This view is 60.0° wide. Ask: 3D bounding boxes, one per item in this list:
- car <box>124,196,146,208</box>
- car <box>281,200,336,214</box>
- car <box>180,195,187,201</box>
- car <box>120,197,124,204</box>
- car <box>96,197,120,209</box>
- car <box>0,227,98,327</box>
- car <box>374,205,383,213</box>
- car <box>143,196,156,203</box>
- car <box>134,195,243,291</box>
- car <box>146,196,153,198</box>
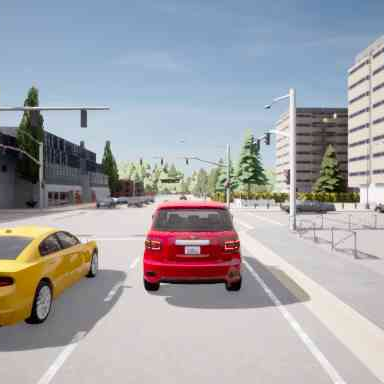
[{"bbox_3d":[-8.391,1.505,49.302,1.837,1.490,4.892,0,0,-2],"label":"car"},{"bbox_3d":[12.083,1.547,34.603,5.357,1.411,2.033,0,0,-2],"label":"car"},{"bbox_3d":[-2.338,1.524,87.216,1.812,1.442,4.674,0,0,-2],"label":"car"},{"bbox_3d":[-12.122,1.547,58.671,2.033,1.411,5.357,0,0,-1],"label":"car"},{"bbox_3d":[-11.794,1.491,45.882,2.128,1.511,4.902,0,0,-2],"label":"car"},{"bbox_3d":[-3.478,1.478,7.147,1.882,1.535,5.008,0,0,0],"label":"car"},{"bbox_3d":[22.166,1.547,34.908,5.357,1.411,2.033,0,0,-2],"label":"car"},{"bbox_3d":[-8.864,1.540,69.877,2.033,1.411,5.357,0,0,-2],"label":"car"},{"bbox_3d":[0.016,1.221,9.135,2.150,2.045,5.566,0,0,0],"label":"car"},{"bbox_3d":[-8.649,1.491,59.513,2.128,1.511,4.902,0,0,-1],"label":"car"}]
